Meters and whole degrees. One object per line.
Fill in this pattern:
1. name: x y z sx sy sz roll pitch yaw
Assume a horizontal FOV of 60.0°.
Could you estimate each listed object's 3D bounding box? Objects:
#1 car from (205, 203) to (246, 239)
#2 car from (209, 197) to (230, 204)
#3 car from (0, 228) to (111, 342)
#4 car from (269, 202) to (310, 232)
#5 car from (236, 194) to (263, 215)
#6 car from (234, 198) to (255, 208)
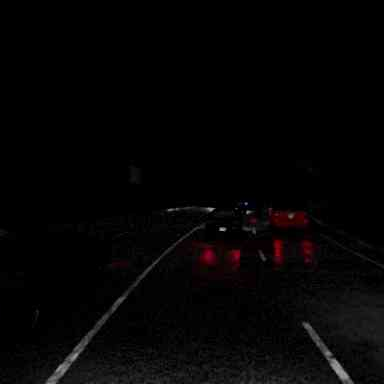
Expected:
1. car: 1.765 1.545 17.523 1.812 1.442 4.674 0 0 9
2. car: 4.171 1.519 49.639 1.882 1.535 5.008 0 0 25
3. car: -3.257 1.544 6.828 2.033 1.411 5.357 0 0 4
4. car: 5.888 1.389 20.525 2.097 1.767 4.553 0 0 11
5. car: 6.294 1.271 35.649 2.150 2.045 5.566 0 0 19
6. car: 7.871 1.586 49.263 1.812 1.442 4.674 0 0 25
